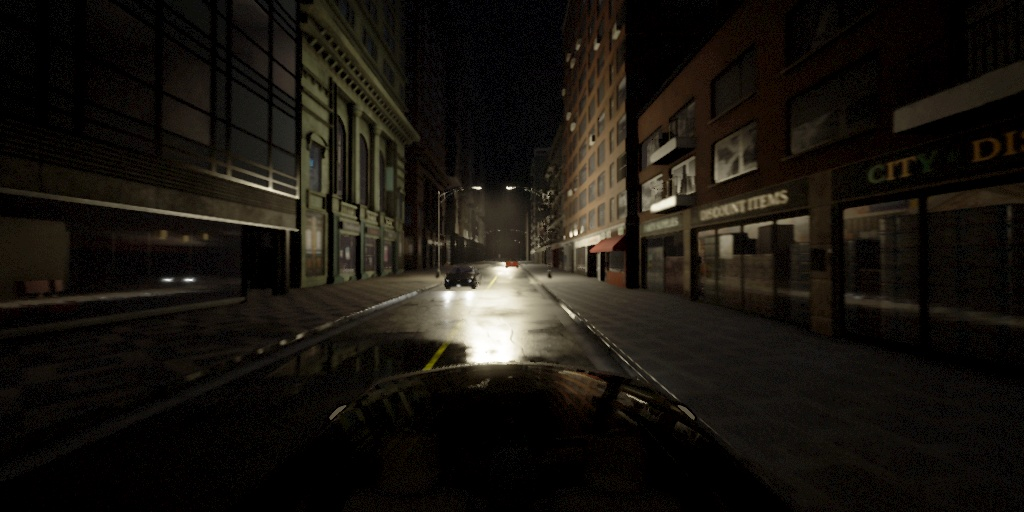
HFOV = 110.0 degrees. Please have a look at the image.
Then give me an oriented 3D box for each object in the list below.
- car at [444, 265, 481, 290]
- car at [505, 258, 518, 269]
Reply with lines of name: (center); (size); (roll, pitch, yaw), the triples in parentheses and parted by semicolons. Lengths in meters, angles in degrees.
car: (-3.023, 1.310, 23.011); (2.033, 1.411, 5.357); (0, 0, 0)
car: (-0.006, 1.161, 59.223); (2.097, 1.767, 4.553); (0, 0, 0)
